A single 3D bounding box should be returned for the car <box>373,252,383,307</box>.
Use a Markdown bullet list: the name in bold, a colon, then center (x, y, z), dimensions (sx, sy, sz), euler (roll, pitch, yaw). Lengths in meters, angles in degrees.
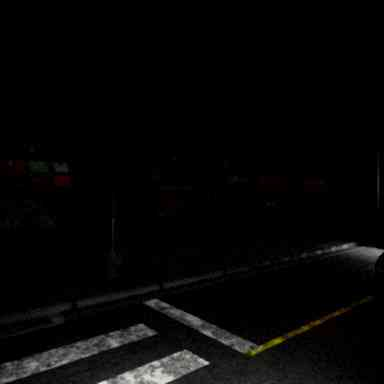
- **car**: center (5.600, 1.364, 6.780), dimensions (4.553, 1.767, 2.097), euler (0, 0, -40)
